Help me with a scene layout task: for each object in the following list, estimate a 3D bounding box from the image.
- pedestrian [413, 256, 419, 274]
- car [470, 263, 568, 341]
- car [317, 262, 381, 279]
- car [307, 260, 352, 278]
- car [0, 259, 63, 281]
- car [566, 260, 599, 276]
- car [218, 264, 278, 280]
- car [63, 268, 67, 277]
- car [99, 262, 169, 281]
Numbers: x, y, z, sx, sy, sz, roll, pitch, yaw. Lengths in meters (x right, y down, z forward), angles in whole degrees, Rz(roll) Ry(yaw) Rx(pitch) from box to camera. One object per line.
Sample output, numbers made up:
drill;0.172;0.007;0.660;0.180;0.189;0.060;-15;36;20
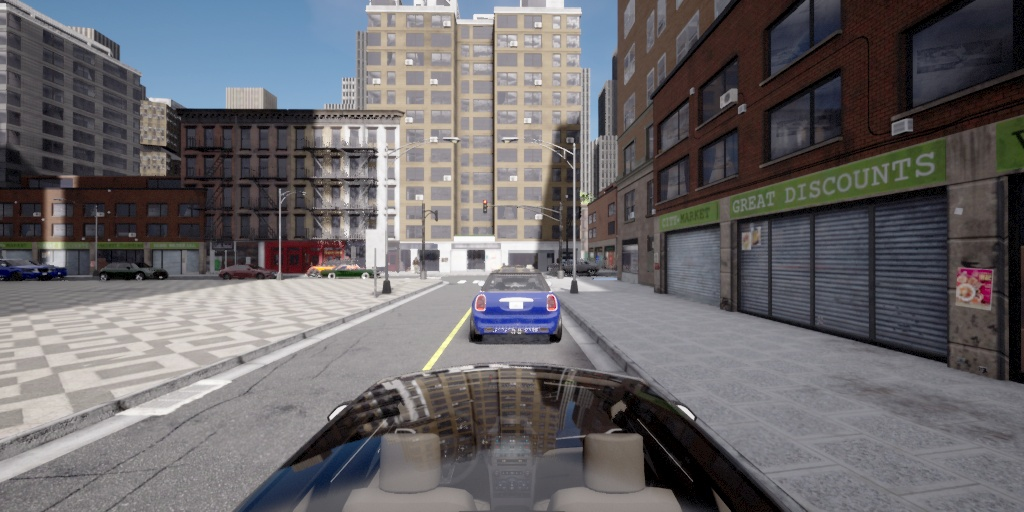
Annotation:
pedestrian;-10.244;0.969;38.247;0.375;1.860;0.375;0;0;-1
car;0.085;1.101;9.979;2.097;1.767;4.553;0;0;0
car;-14.269;1.442;31.948;4.718;1.301;1.895;0;0;-1
car;-17.472;1.225;35.102;4.553;1.767;2.097;0;0;-1
car;-43.921;1.257;31.551;5.566;2.045;2.150;0;0;0
car;6.051;1.168;35.154;4.902;1.511;2.128;-1;0;-5
car;-23.339;1.433;31.829;4.674;1.442;1.812;0;0;-1
car;-46.271;1.534;34.628;5.008;1.535;1.882;0;0;-1
car;-33.287;1.323;31.671;4.553;1.767;2.097;0;0;-1
